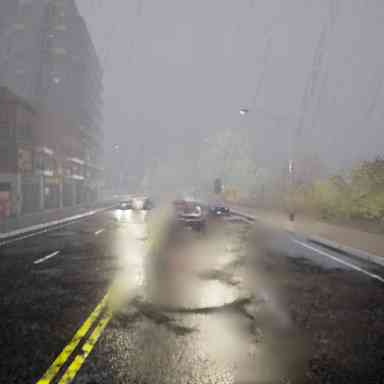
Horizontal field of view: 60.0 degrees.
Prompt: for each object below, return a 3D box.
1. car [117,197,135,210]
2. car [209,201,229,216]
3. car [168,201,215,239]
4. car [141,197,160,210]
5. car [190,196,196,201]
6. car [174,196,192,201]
[{"bbox_3d":[-8.536,1.453,43.240,2.128,1.511,4.902,0,0,-5],"label":"car"},{"bbox_3d":[2.299,1.535,32.092,1.895,1.301,4.718,0,0,-4],"label":"car"},{"bbox_3d":[-0.224,1.467,17.282,2.128,1.511,4.902,0,0,-2],"label":"car"},{"bbox_3d":[-5.122,1.454,41.381,1.837,1.490,4.892,0,0,-5],"label":"car"},{"bbox_3d":[-0.401,1.402,59.821,1.812,1.442,4.674,0,0,-7],"label":"car"},{"bbox_3d":[-1.453,1.502,38.627,1.994,1.385,4.181,0,0,-5],"label":"car"}]
